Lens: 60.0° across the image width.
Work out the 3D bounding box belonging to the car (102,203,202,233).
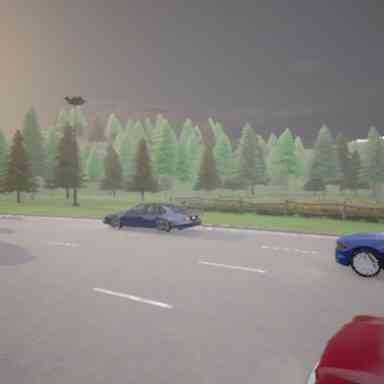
[{"bbox_3d":[-2.156,1.291,17.617,5.357,1.411,2.033,1,1,27],"label":"car"}]

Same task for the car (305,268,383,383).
[{"bbox_3d":[3.077,1.588,1.783,4.718,1.301,1.895,1,1,36],"label":"car"}]

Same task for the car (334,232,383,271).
[{"bbox_3d":[6.165,1.392,8.094,5.008,1.535,1.882,1,1,35],"label":"car"}]
